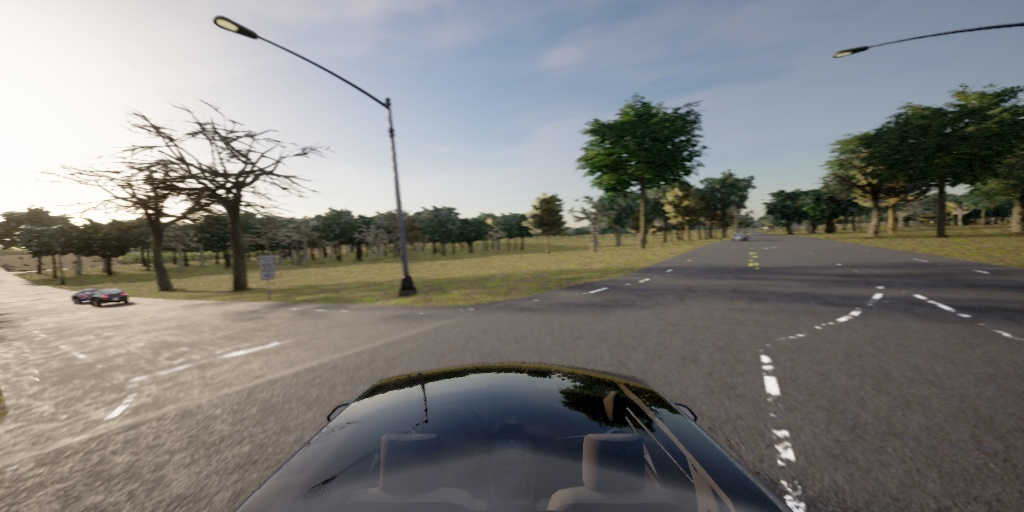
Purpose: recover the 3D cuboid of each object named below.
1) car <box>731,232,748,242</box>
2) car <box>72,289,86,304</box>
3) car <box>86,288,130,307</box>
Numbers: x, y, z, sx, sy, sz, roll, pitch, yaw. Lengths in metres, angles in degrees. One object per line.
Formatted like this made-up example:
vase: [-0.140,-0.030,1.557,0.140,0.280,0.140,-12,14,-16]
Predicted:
car: [34.615,-2.870,54.455,2.128,1.511,4.902,0,4,39]
car: [-44.582,4.172,37.730,5.357,1.411,2.033,-3,2,33]
car: [-36.297,3.680,32.315,4.674,1.442,1.812,-3,2,33]
